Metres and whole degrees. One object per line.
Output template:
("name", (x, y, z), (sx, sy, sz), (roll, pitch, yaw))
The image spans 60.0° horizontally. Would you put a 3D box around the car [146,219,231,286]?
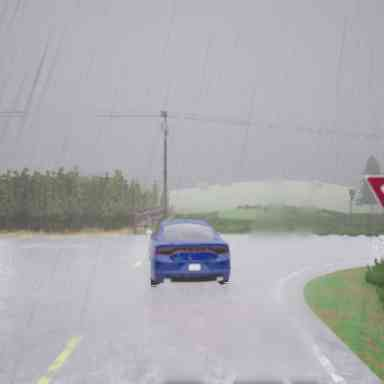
("car", (-0.282, 1.523, 9.574), (1.882, 1.535, 5.008), (0, -1, -8))
